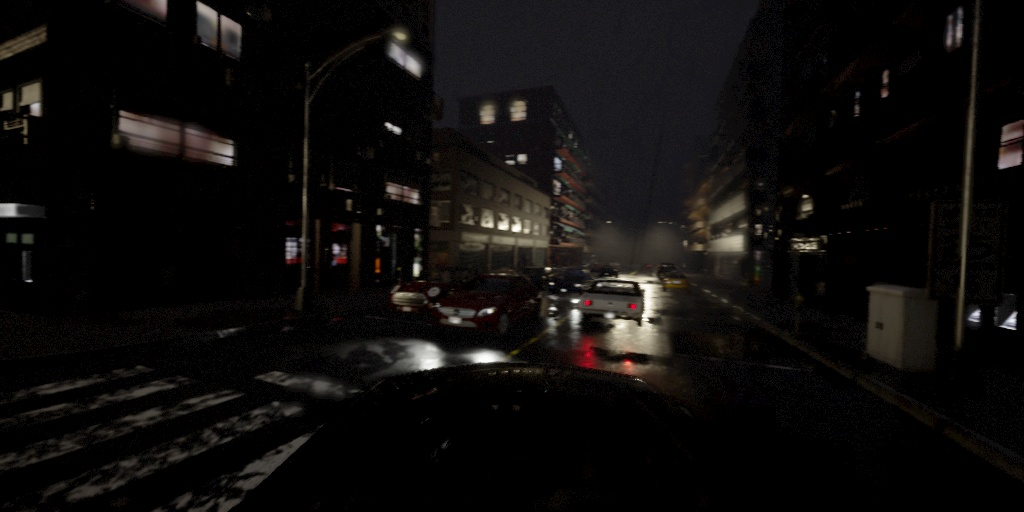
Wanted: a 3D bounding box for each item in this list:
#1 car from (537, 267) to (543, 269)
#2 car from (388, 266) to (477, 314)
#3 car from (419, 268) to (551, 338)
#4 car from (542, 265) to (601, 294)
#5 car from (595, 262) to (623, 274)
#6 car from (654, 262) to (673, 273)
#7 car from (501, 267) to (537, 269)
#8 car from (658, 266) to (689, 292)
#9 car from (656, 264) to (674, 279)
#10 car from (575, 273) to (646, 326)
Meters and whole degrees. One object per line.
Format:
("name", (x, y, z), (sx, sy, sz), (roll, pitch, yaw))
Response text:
("car", (1.570, 1.357, 22.894), (1.948, 1.339, 4.313), (0, 0, 21))
("car", (-2.432, 1.090, 12.597), (1.967, 1.591, 4.097), (0, 0, 21))
("car", (-0.462, 1.251, 10.445), (1.812, 1.442, 4.674), (2, 0, 21))
("car", (3.647, 1.417, 21.019), (2.033, 1.411, 5.357), (2, 0, 21))
("car", (10.209, 1.665, 37.769), (1.994, 1.385, 4.181), (2, 0, 22))
("car", (17.402, 1.681, 40.492), (2.192, 1.841, 5.009), (0, 0, 21))
("car", (-0.492, 1.246, 17.587), (1.751, 1.417, 4.829), (0, 0, 21))
("car", (11.424, 1.679, 25.219), (1.751, 1.417, 4.829), (0, 0, 21))
("car", (15.467, 1.821, 35.500), (1.751, 1.417, 4.829), (0, 0, 21))
("car", (3.672, 1.478, 12.539), (1.895, 1.301, 4.718), (2, 0, 21))
